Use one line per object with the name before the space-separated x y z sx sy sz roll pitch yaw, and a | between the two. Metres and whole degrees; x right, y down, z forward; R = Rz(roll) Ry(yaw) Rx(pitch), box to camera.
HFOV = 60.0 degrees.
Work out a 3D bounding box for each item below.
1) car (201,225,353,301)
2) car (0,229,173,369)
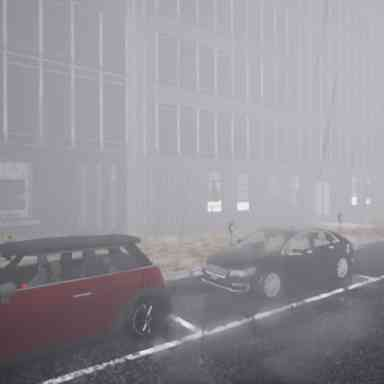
car | 2.238 1.524 8.167 4.403 1.369 2.008 0 0 -36
car | -2.392 1.437 4.856 4.097 1.590 1.967 0 0 -36
